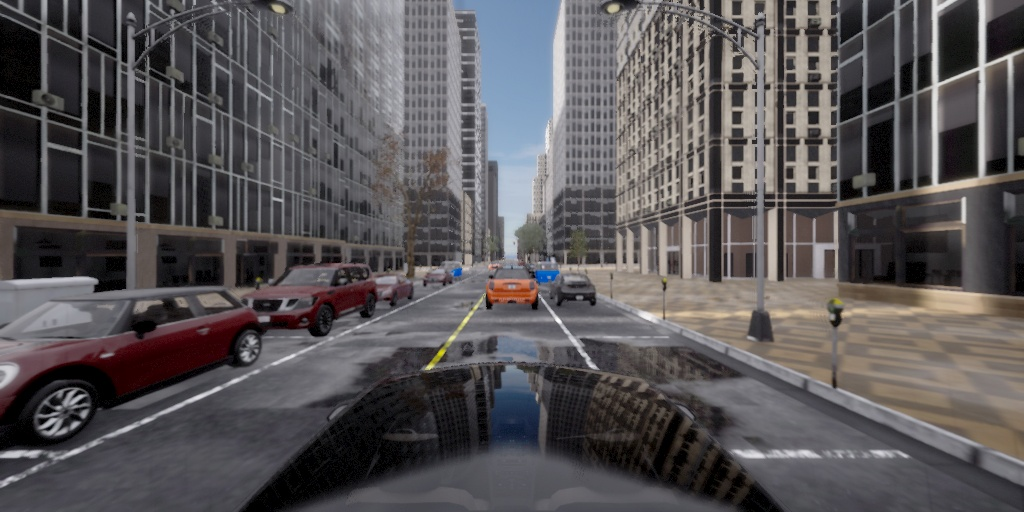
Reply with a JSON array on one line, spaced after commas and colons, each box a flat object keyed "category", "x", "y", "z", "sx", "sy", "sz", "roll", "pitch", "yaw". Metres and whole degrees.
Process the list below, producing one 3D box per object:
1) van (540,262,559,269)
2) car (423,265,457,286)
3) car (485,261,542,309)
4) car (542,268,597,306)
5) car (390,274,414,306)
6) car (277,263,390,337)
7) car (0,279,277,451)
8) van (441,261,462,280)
[{"category": "van", "x": 2.690, "y": 1.343, "z": 27.793, "sx": 1.690, "sy": 1.789, "sz": 3.998, "roll": 0, "pitch": 0, "yaw": 0}, {"category": "car", "x": -5.691, "y": 1.584, "z": 27.793, "sx": 1.802, "sy": 1.307, "sz": 4.207, "roll": 0, "pitch": 0, "yaw": 0}, {"category": "car", "x": 0.002, "y": 1.238, "z": 15.909, "sx": 2.097, "sy": 1.767, "sz": 4.553, "roll": 0, "pitch": -1, "yaw": 0}, {"category": "car", "x": 2.690, "y": 1.443, "z": 16.425, "sx": 2.007, "sy": 1.370, "sz": 4.403, "roll": 0, "pitch": 0, "yaw": 0}, {"category": "car", "x": -5.691, "y": 1.474, "z": 16.425, "sx": 1.802, "sy": 1.307, "sz": 4.207, "roll": 0, "pitch": 0, "yaw": 0}, {"category": "car", "x": -5.691, "y": 1.152, "z": 10.742, "sx": 2.192, "sy": 1.841, "sz": 5.009, "roll": 0, "pitch": 0, "yaw": 0}, {"category": "car", "x": -5.691, "y": 1.222, "z": 5.059, "sx": 1.967, "sy": 1.591, "sz": 4.097, "roll": 0, "pitch": 0, "yaw": 0}, {"category": "van", "x": -5.690, "y": 1.397, "z": 33.476, "sx": 1.690, "sy": 1.789, "sz": 3.998, "roll": 0, "pitch": 0, "yaw": 0}]
